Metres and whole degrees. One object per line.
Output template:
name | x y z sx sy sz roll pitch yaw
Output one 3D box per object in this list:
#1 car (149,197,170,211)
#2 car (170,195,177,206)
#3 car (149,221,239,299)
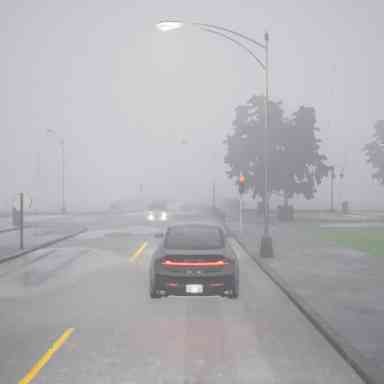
car | -4.096 1.601 40.537 1.895 1.301 4.718 0 0 0
car | -4.082 1.564 55.408 1.994 1.385 4.181 0 0 0
car | 0.061 1.505 8.454 1.837 1.490 4.892 0 0 0
